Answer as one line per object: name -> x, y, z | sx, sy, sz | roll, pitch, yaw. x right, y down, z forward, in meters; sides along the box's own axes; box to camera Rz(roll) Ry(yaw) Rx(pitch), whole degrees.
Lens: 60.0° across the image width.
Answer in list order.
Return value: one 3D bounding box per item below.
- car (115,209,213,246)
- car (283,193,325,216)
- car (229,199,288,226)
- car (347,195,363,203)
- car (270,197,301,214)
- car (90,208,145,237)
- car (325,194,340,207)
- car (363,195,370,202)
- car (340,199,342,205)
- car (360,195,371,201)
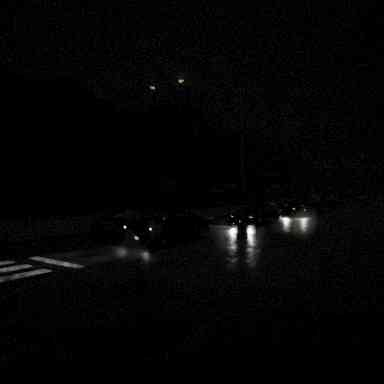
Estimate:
car -> -0.998, 1.560, 15.346 | 1.895, 1.301, 4.718 | 0, 0, 35
car -> 10.702, 1.154, 31.952 | 2.150, 2.045, 5.566 | 0, 0, 35
car -> 4.631, 1.489, 23.338 | 2.033, 1.411, 5.357 | 0, 0, 35
car -> 32.873, 1.502, 67.890 | 1.947, 1.339, 4.313 | 0, 0, 35
car -> 9.995, 1.372, 35.375 | 1.967, 1.590, 4.097 | 0, 0, 35
car -> -3.077, 1.511, 16.795 | 2.008, 1.369, 4.403 | 0, 0, 35
car -> 19.800, 1.243, 49.310 | 2.192, 1.841, 5.009 | 0, 0, 35
car -> 39.312, 1.480, 77.042 | 1.752, 1.417, 4.829 | 0, 0, 35
car -> 23.069, 1.493, 53.956 | 1.947, 1.339, 4.313 | 0, 0, 35
car -> 42.678, 1.512, 81.825 | 1.887, 1.381, 4.507 | 0, 0, 35
